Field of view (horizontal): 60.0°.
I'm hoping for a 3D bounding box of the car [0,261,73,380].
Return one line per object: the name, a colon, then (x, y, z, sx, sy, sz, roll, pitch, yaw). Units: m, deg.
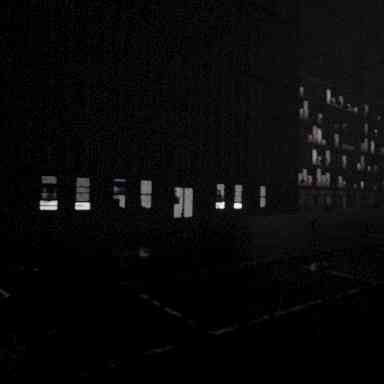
car: (-3.721, 1.542, 3.894, 4.403, 1.369, 2.008, 1, 0, -35)
